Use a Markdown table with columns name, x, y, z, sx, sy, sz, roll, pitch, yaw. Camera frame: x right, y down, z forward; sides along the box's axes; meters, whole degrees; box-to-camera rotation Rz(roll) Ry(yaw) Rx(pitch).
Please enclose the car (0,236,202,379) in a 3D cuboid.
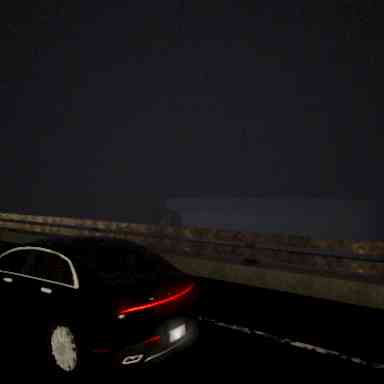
| name | x | y | z | sx | sy | sz | roll | pitch | yaw |
| --- | --- | --- | --- | --- | --- | --- | --- | --- | --- |
| car | -2.141 | 1.500 | 5.544 | 4.892 | 1.490 | 1.837 | 0 | 0 | 36 |
